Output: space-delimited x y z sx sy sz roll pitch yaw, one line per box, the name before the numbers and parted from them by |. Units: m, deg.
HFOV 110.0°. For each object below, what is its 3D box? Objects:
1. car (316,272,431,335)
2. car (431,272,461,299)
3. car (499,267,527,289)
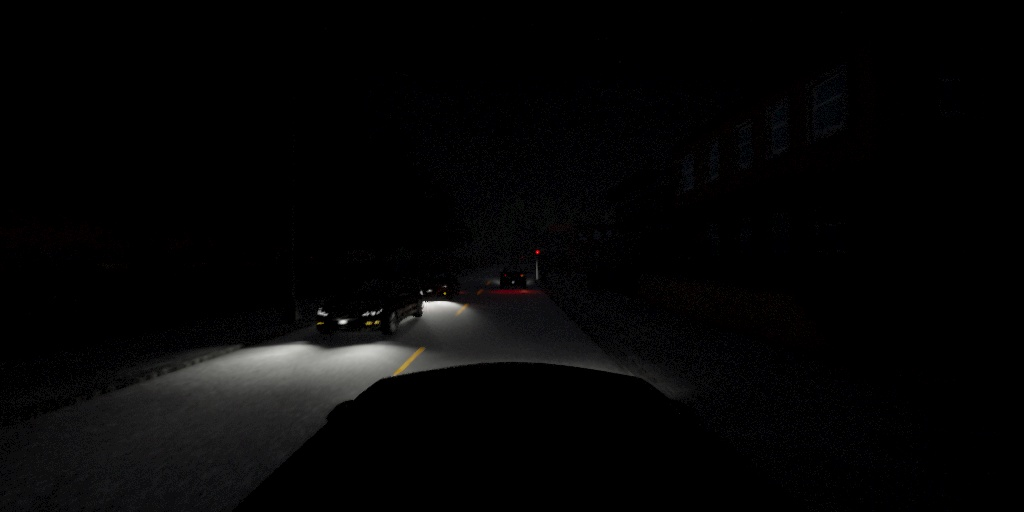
car | -4.101 1.377 11.130 1.837 1.490 4.892 0 -1 0
car | -4.011 1.545 19.548 1.994 1.385 4.181 0 -1 0
car | 0.085 1.558 26.193 2.128 1.511 4.902 0 -1 0
